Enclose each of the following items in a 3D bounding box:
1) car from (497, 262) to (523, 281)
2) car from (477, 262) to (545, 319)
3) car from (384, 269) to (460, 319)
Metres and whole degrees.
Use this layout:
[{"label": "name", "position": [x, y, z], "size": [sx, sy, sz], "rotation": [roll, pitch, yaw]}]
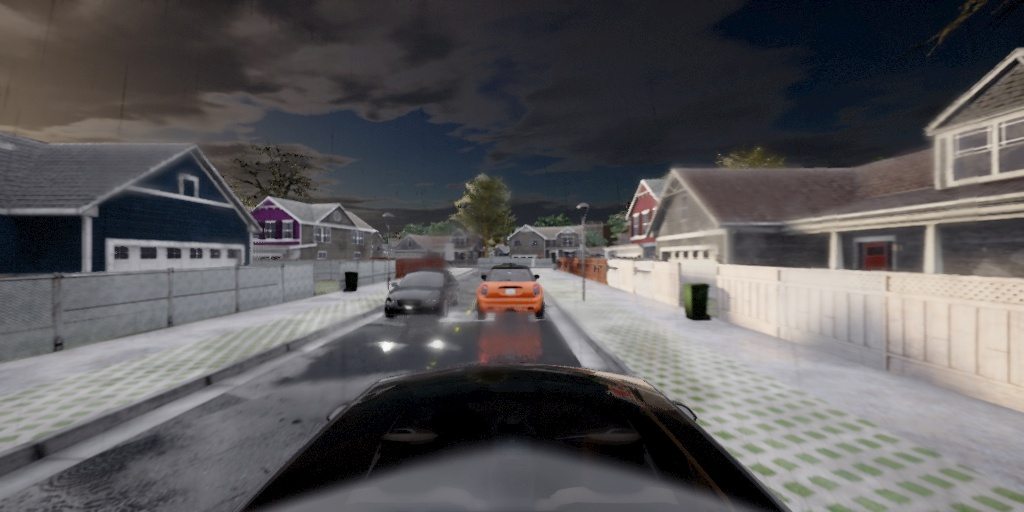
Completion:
[{"label": "car", "position": [-0.179, 1.243, 29.448], "size": [1.994, 1.385, 4.181], "rotation": [0, 0, 0]}, {"label": "car", "position": [-0.057, 1.074, 12.866], "size": [2.097, 1.767, 4.553], "rotation": [0, 0, 0]}, {"label": "car", "position": [-3.004, 1.239, 12.832], "size": [1.837, 1.490, 4.892], "rotation": [0, 0, 0]}]
